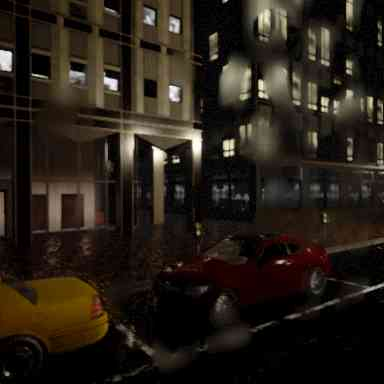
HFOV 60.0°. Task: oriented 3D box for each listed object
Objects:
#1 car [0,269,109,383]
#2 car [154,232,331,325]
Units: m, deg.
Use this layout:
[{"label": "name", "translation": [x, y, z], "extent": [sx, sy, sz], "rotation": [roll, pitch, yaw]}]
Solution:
[{"label": "car", "translation": [-3.419, 1.531, 3.659], "extent": [4.829, 1.417, 1.752], "rotation": [0, 0, -35]}, {"label": "car", "translation": [1.234, 1.547, 6.978], "extent": [4.206, 1.307, 1.802], "rotation": [0, 0, -35]}]
